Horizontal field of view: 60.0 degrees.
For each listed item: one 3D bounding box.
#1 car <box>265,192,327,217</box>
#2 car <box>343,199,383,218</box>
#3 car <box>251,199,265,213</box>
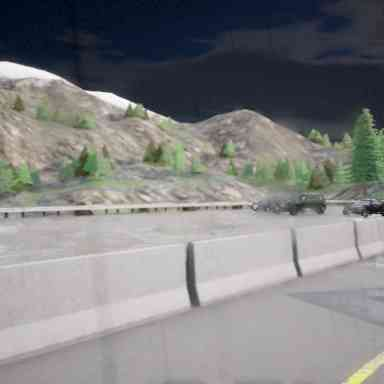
[{"bbox_3d":[9.399,1.018,29.109,5.566,2.045,2.150,0,1,-33],"label":"car"},{"bbox_3d":[14.909,1.367,28.433,4.674,1.442,1.812,0,1,-31],"label":"car"},{"bbox_3d":[7.919,1.248,32.292,4.902,1.511,2.128,0,1,-33],"label":"car"}]
